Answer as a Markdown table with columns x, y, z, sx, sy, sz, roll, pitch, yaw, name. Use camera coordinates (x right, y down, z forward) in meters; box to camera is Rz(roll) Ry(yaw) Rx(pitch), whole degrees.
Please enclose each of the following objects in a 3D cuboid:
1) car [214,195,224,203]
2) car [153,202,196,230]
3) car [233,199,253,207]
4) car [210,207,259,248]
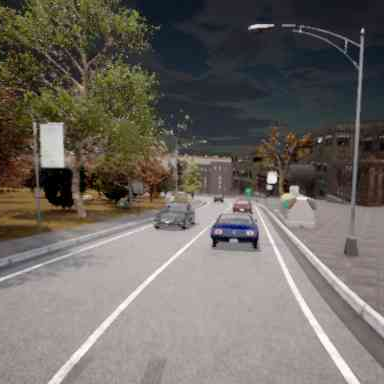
| x | y | z | sx | sy | sz | roll | pitch | yaw | name |
| --- | --- | --- | --- | --- | --- | --- | --- | --- | --- |
| 4.895 | 1.288 | 60.915 | 2.033 | 1.411 | 5.357 | 1 | 0 | 3 | car |
| -0.921 | 1.376 | 20.190 | 1.837 | 1.490 | 4.892 | 1 | 0 | 10 | car |
| 4.892 | 1.436 | 32.269 | 1.812 | 1.442 | 4.674 | 1 | 0 | 10 | car |
| 1.965 | 1.569 | 14.902 | 1.895 | 1.301 | 4.718 | 1 | 0 | 9 | car |
